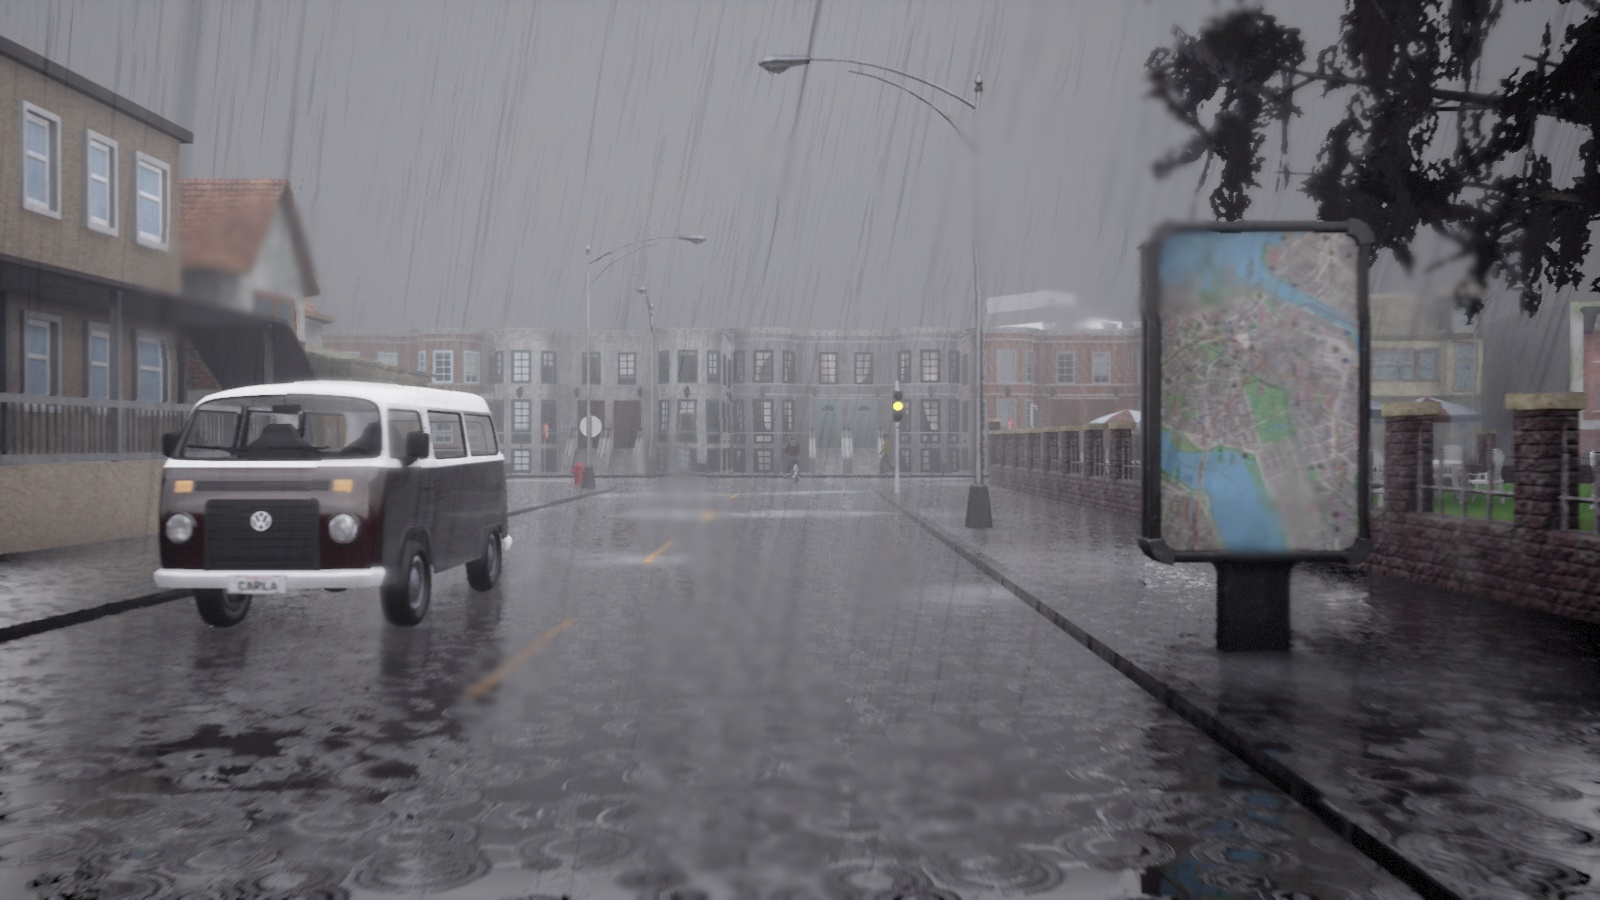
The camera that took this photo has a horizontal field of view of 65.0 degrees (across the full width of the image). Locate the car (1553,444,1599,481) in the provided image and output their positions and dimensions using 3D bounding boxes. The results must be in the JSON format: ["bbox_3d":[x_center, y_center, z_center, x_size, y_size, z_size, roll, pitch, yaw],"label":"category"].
[{"bbox_3d":[34.033,0.487,51.706,4.892,1.490,1.837,0,0,1],"label":"car"}]

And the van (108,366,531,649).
[{"bbox_3d":[-3.934,0.403,11.278,2.069,2.038,4.480,0,0,0],"label":"van"}]

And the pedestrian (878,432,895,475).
[{"bbox_3d":[3.734,0.153,54.239,0.709,1.840,0.431,0,0,10],"label":"pedestrian"}]
